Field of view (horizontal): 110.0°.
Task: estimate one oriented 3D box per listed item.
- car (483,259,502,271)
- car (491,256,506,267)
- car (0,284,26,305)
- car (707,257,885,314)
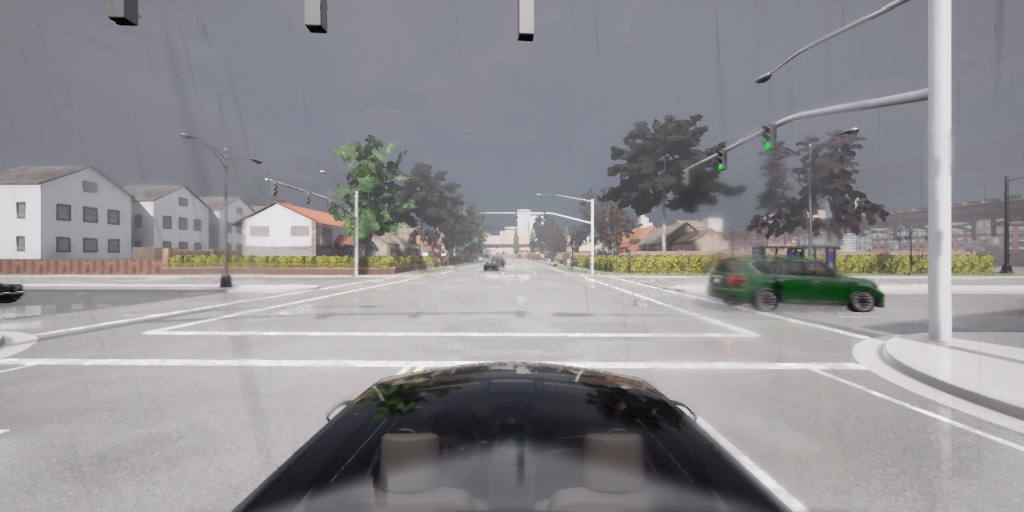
[{"bbox_3d":[-2.757,1.349,47.598,1.895,1.301,4.718,0,0,1],"label":"car"},{"bbox_3d":[-2.566,0.971,64.977,2.150,2.045,5.566,0,0,1],"label":"car"},{"bbox_3d":[-22.324,1.373,13.963,4.718,1.301,1.895,0,0,1],"label":"car"},{"bbox_3d":[10.368,1.086,13.414,5.566,2.045,2.150,1,0,1],"label":"car"}]
